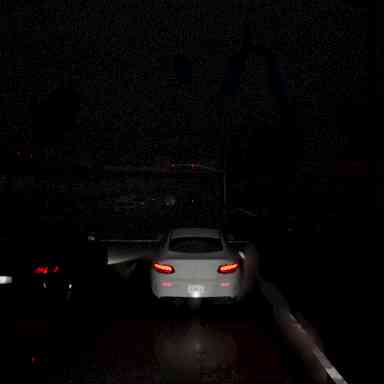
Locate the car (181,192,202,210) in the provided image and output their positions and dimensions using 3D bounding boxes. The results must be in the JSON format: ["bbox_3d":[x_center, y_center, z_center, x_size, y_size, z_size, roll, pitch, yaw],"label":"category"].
[{"bbox_3d":[0.079,1.180,43.143,2.150,2.045,5.566,0,0,0],"label":"car"}]

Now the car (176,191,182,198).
[{"bbox_3d":[-3.545,0.898,87.078,1.994,1.385,4.181,0,1,0],"label":"car"}]

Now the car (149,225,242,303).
[{"bbox_3d":[0.077,1.525,8.090,1.812,1.442,4.674,0,0,0],"label":"car"}]

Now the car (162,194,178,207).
[{"bbox_3d":[-3.436,1.446,49.720,1.812,1.442,4.674,0,0,0],"label":"car"}]

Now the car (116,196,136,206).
[{"bbox_3d":[-10.609,1.424,52.415,1.812,1.442,4.674,0,1,0],"label":"car"}]

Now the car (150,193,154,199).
[{"bbox_3d":[-10.542,1.013,81.833,1.994,1.385,4.181,0,1,0],"label":"car"}]

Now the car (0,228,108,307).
[{"bbox_3d":[-3.423,1.563,8.043,1.994,1.385,4.181,0,0,0],"label":"car"}]

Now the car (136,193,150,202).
[{"bbox_3d":[-10.535,1.297,68.773,1.895,1.301,4.718,0,1,0],"label":"car"}]

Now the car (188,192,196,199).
[{"bbox_3d":[-0.045,0.893,86.663,2.033,1.411,5.357,0,1,0],"label":"car"}]
